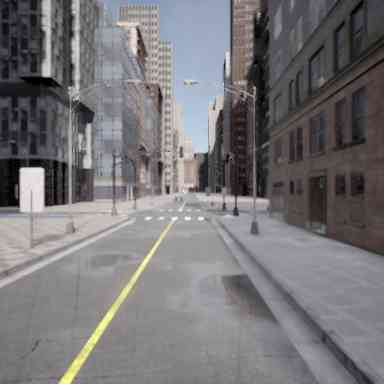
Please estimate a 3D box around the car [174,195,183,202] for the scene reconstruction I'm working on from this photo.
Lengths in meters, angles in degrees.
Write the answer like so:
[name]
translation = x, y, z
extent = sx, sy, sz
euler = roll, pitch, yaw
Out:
[car]
translation = -2.998, 1.499, 74.777
extent = 2.128, 1.511, 4.902
euler = 0, 0, 0
